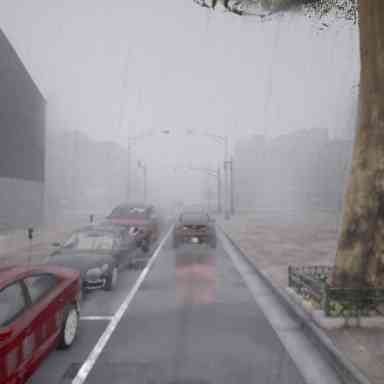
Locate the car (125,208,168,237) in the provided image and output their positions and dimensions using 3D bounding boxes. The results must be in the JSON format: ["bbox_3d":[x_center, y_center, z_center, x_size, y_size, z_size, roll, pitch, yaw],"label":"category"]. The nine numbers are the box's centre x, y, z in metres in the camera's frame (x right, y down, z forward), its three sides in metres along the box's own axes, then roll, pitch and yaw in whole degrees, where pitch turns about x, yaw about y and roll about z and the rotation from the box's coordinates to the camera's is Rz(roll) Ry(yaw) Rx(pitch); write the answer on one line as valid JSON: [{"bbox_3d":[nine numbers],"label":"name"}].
[{"bbox_3d":[-2.616,1.743,20.246,2.008,1.369,4.403,1,-1,0],"label":"car"}]

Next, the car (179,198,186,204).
[{"bbox_3d":[-2.604,2.366,91.395,1.967,1.590,4.097,1,-1,0],"label":"car"}]

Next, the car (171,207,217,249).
[{"bbox_3d":[0.103,1.650,15.392,1.837,1.490,4.892,0,-1,0],"label":"car"}]

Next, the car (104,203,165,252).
[{"bbox_3d":[-2.611,1.454,14.714,2.192,1.841,5.009,1,-1,0],"label":"car"}]

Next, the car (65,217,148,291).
[{"bbox_3d":[-2.617,1.637,9.177,2.008,1.369,4.403,1,-1,0],"label":"car"}]

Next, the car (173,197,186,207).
[{"bbox_3d":[-2.611,2.195,63.733,1.947,1.339,4.313,1,-1,0],"label":"car"}]

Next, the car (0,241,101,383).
[{"bbox_3d":[-2.618,1.580,3.642,1.887,1.381,4.507,2,-1,0],"label":"car"}]

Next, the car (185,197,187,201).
[{"bbox_3d":[-2.610,2.232,69.265,1.887,1.381,4.507,1,-1,0],"label":"car"}]

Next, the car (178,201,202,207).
[{"bbox_3d":[0.107,1.721,25.484,1.882,1.535,5.008,0,-1,0],"label":"car"}]
